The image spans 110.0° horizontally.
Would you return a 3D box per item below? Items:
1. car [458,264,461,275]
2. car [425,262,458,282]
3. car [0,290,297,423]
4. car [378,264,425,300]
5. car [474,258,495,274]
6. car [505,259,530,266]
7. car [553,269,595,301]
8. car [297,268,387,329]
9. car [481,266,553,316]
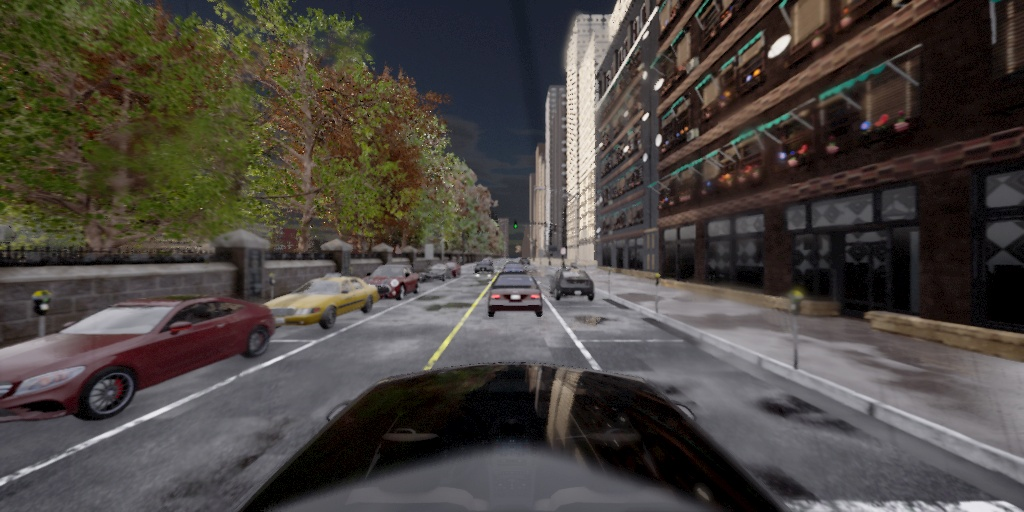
[{"bbox_3d":[-5.808,1.194,33.470,1.888,1.381,4.507,0,0,0],"label":"car"},{"bbox_3d":[-5.759,1.216,27.930,2.007,1.370,4.403,0,0,0],"label":"car"},{"bbox_3d":[-5.689,1.319,5.777,1.802,1.307,4.207,0,0,0],"label":"car"},{"bbox_3d":[-5.686,1.140,16.855,1.967,1.591,4.097,0,0,0],"label":"car"},{"bbox_3d":[-2.997,1.195,39.616,1.994,1.385,4.181,0,0,1],"label":"car"},{"bbox_3d":[0.112,1.208,29.390,2.033,1.411,5.357,0,0,0],"label":"car"},{"bbox_3d":[2.695,1.250,16.854,2.007,1.370,4.403,0,0,0],"label":"car"},{"bbox_3d":[-5.688,1.244,11.146,1.751,1.417,4.829,0,0,0],"label":"car"},{"bbox_3d":[0.104,1.259,13.176,2.033,1.411,5.357,0,0,0],"label":"car"}]
